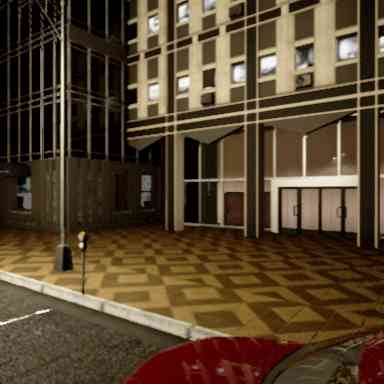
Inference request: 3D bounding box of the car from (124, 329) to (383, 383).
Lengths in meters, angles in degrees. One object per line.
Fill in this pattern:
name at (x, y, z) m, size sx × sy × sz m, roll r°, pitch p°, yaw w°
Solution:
car at (1.318, 1.582, 1.933) m, size 4.206 × 1.307 × 1.802 m, roll 0°, pitch 0°, yaw 35°
